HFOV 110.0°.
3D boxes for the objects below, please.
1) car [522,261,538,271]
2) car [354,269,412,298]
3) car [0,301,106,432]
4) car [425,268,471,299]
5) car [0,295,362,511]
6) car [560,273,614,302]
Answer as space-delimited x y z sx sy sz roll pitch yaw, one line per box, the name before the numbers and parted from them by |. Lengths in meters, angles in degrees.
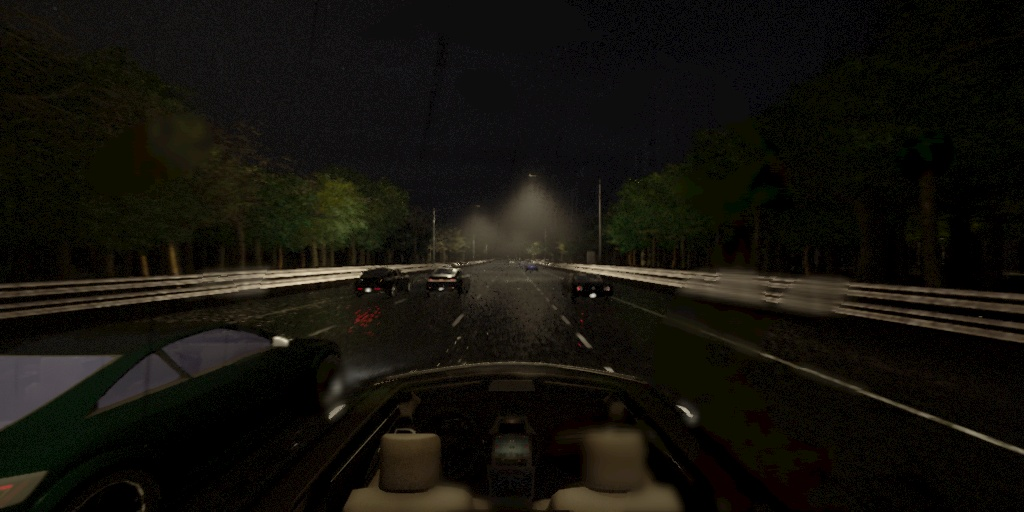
car | 3.473 1.900 63.637 2.163 1.488 4.792 0 -1 0
car | -6.907 1.421 19.651 1.837 1.490 4.892 0 -1 0
car | -6.900 1.325 3.112 1.994 1.385 4.181 0 -1 0
car | -3.408 1.408 19.620 2.128 1.511 4.902 0 -1 0
car | -3.402 1.330 3.560 1.994 1.385 4.181 0 -1 0
car | 3.593 1.504 18.134 1.895 1.301 4.718 0 -1 0
